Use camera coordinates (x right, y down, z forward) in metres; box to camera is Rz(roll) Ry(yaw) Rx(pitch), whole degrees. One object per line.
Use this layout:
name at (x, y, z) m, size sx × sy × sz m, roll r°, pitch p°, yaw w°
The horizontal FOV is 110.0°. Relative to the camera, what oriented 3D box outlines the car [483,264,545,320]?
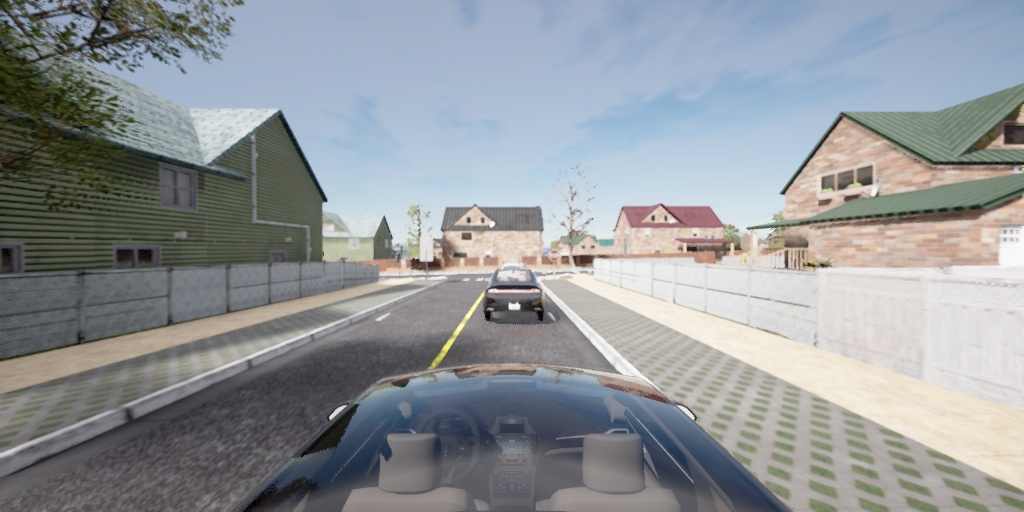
car at (0.054, 1.179, 12.286) m, size 2.128 × 1.511 × 4.902 m, roll 0°, pitch 0°, yaw 0°
